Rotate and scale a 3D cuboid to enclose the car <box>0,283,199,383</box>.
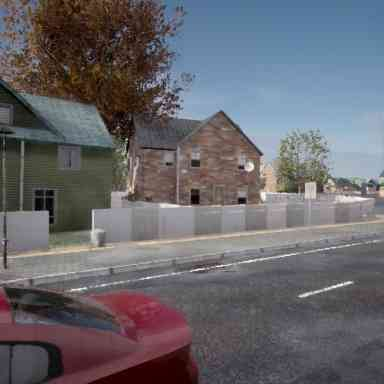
[{"bbox_3d":[-2.282,1.477,2.054,5.008,1.535,1.882,0,0,-35],"label":"car"}]

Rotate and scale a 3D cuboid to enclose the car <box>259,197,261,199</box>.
[{"bbox_3d":[9.617,0.978,55.496,1.895,1.301,4.718,1,0,-19],"label":"car"}]

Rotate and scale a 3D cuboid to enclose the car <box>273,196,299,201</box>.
[{"bbox_3d":[12.924,1.010,46.171,1.882,1.535,5.008,1,0,-20],"label":"car"}]

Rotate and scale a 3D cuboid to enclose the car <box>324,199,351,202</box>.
[{"bbox_3d":[16.237,1.190,36.845,1.837,1.490,4.892,1,1,-20],"label":"car"}]

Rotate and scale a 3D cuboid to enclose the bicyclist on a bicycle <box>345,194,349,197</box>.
[{"bbox_3d":[20.152,1.036,43.350,1.656,1.620,0.582,1,0,-20],"label":"bicyclist on a bicycle"}]
